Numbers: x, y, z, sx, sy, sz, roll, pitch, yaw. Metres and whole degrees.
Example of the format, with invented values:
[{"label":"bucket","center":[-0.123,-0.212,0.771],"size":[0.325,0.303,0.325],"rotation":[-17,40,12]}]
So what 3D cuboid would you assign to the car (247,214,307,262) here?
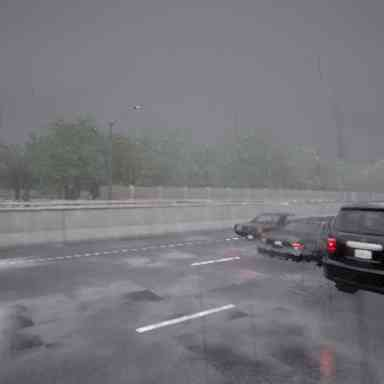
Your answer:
[{"label":"car","center":[4.608,1.569,11.337],"size":[5.357,1.411,2.033],"rotation":[0,0,-36]}]

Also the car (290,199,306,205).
[{"label":"car","center":[16.796,1.829,50.342],"size":[4.892,1.490,1.837],"rotation":[2,-1,-35]}]

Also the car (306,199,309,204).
[{"label":"car","center":[18.725,1.885,47.425],"size":[4.181,1.385,1.994],"rotation":[1,-1,-35]}]

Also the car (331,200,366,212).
[{"label":"car","center":[21.060,1.819,44.796],"size":[4.902,1.511,2.128],"rotation":[1,-1,-35]}]

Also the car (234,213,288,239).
[{"label":"car","center":[4.284,1.628,15.406],"size":[4.718,1.301,1.895],"rotation":[0,0,-36]}]

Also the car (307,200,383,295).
[{"label":"car","center":[5.330,1.239,7.675],"size":[5.566,2.045,2.150],"rotation":[0,0,-36]}]
